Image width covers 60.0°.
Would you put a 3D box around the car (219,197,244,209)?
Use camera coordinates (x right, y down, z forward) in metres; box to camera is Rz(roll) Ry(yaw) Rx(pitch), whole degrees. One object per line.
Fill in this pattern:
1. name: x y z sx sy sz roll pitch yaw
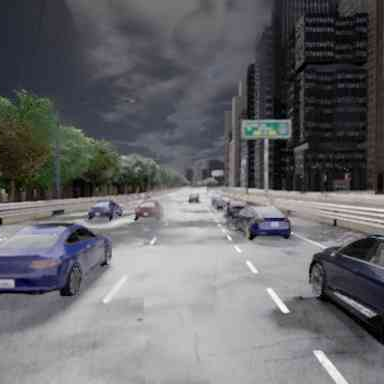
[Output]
1. car: 3.582 1.395 27.292 1.837 1.490 4.892 0 0 0

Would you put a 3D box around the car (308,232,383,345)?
1. car: 3.505 1.414 5.349 2.033 1.649 4.856 0 0 0

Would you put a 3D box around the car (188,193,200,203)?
1. car: 0.362 1.208 58.089 1.812 1.442 4.674 0 0 1

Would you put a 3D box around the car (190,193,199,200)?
1. car: 0.632 0.922 76.829 1.882 1.535 5.008 0 1 1

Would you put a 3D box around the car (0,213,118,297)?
1. car: -3.388 1.498 8.372 1.812 1.442 4.674 0 0 0

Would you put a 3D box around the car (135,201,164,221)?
1. car: -3.321 1.421 26.305 1.812 1.442 4.674 0 0 0

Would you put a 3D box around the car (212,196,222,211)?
1. car: 3.659 1.431 38.294 1.895 1.301 4.718 0 0 0

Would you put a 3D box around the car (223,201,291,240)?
1. car: 3.312 1.443 16.870 2.163 1.488 4.792 0 0 -8

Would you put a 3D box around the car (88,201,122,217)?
1. car: -6.820 1.421 26.369 1.812 1.442 4.674 0 0 0
